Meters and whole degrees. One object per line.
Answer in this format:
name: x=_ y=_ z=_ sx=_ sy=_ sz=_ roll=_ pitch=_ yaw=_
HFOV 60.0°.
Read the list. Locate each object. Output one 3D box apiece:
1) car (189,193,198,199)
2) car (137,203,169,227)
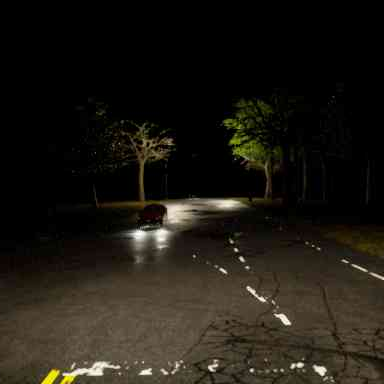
car: x=0.451 y=0.988 z=87.658 sx=1.837 sy=1.490 sz=4.892 roll=-1 pitch=0 yaw=9
car: x=-2.948 y=1.689 z=25.805 sx=1.882 sy=1.535 sz=5.008 roll=-1 pitch=1 yaw=2
